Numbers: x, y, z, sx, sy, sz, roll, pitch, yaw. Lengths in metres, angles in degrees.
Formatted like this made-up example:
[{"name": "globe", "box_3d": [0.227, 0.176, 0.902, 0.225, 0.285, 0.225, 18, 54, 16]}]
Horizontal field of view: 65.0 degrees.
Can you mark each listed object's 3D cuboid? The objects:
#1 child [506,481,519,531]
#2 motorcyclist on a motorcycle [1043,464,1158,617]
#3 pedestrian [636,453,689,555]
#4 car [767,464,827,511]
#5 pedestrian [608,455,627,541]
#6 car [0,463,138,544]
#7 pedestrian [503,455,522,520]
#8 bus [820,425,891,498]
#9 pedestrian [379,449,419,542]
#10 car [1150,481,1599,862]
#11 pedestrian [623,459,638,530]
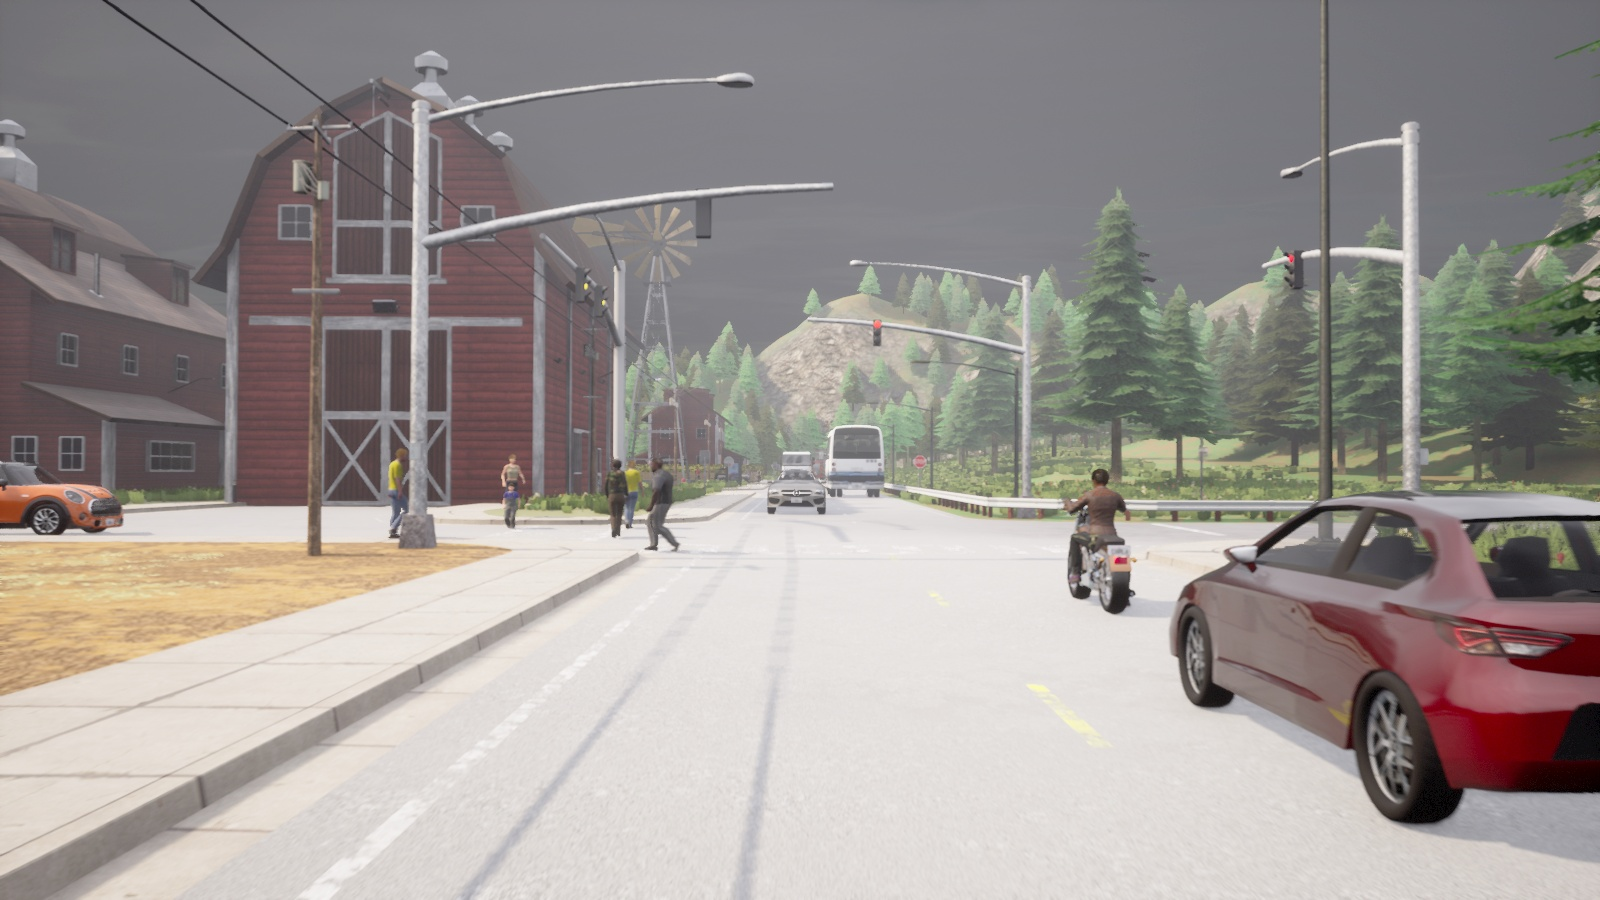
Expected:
[{"name": "child", "box_3d": [-7.413, 1.441, 32.363, 0.270, 1.263, 0.437, 0, -1, -5]}, {"name": "motorcyclist on a motorcycle", "box_3d": [3.464, 0.997, 14.694, 0.766, 1.649, 2.350, 0, -1, 0]}, {"name": "pedestrian", "box_3d": [-2.583, 1.011, 23.639, 0.849, 1.883, 0.563, 0, -1, 12]}, {"name": "car", "box_3d": [-0.116, 1.384, 47.267, 2.152, 1.651, 5.027, 0, -1, 0]}, {"name": "pedestrian", "box_3d": [-4.140, 1.083, 28.512, 0.395, 1.930, 0.692, 0, -1, -4]}, {"name": "car", "box_3d": [-17.854, 1.189, 28.478, 4.553, 1.767, 2.097, 0, -1, -1]}, {"name": "pedestrian", "box_3d": [-8.262, 1.080, 36.105, 0.345, 1.836, 0.594, 0, -1, -34]}, {"name": "bus", "box_3d": [3.302, 0.739, 78.638, 3.944, 4.253, 10.273, 0, -1, 0]}, {"name": "pedestrian", "box_3d": [-8.059, 0.904, 25.259, 0.706, 1.836, 0.354, 0, -1, -28]}, {"name": "car", "box_3d": [3.483, 0.933, 7.106, 1.816, 1.474, 4.193, 0, -1, 0]}, {"name": "pedestrian", "box_3d": [-4.463, 1.160, 33.042, 0.354, 1.836, 0.706, 0, -1, -4]}]
